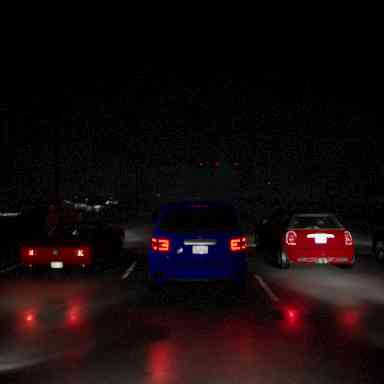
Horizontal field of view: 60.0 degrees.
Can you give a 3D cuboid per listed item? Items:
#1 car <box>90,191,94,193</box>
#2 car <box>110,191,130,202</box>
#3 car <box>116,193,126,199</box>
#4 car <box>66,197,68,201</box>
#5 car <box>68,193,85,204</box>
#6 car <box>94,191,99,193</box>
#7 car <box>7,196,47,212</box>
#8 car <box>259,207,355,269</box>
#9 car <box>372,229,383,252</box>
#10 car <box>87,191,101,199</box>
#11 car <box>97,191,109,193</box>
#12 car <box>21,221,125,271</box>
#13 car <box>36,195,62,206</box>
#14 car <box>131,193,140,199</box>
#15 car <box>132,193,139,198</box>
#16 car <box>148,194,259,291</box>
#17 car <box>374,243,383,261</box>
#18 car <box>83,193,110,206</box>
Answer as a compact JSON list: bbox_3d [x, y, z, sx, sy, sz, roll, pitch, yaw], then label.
[{"bbox_3d":[-21.633,1.032,66.036,2.097,1.767,4.553,0,0,-1],"label":"car"},{"bbox_3d":[-14.656,0.888,68.265,2.150,2.045,5.566,0,0,-1],"label":"car"},{"bbox_3d":[-18.541,1.074,86.768,1.812,1.442,4.674,0,0,-3],"label":"car"},{"bbox_3d":[-25.190,1.183,71.379,2.033,1.411,5.357,0,0,-1],"label":"car"},{"bbox_3d":[-18.099,1.291,55.131,2.033,1.411,5.357,0,0,0],"label":"car"},{"bbox_3d":[-21.817,0.805,81.830,2.150,2.045,5.566,0,0,-1],"label":"car"},{"bbox_3d":[-17.912,1.463,35.955,1.895,1.301,4.718,0,0,-1],"label":"car"},{"bbox_3d":[3.516,1.334,11.234,2.097,1.767,4.553,0,0,0],"label":"car"},{"bbox_3d":[7.027,1.477,9.334,2.128,1.511,4.902,0,0,0],"label":"car"},{"bbox_3d":[-25.590,0.773,86.997,2.150,2.045,5.566,0,0,-3],"label":"car"},{"bbox_3d":[-18.191,1.168,71.523,2.128,1.511,4.902,0,0,-1],"label":"car"},{"bbox_3d":[-3.479,1.583,10.776,1.895,1.301,4.718,0,0,0],"label":"car"},{"bbox_3d":[-21.560,1.333,50.830,1.994,1.385,4.181,0,0,0],"label":"car"},{"bbox_3d":[-15.332,1.069,90.164,2.033,1.411,5.357,0,0,-7],"label":"car"},{"bbox_3d":[-14.783,1.132,79.801,2.033,1.411,5.357,0,0,-1],"label":"car"},{"bbox_3d":[0.051,1.207,9.136,2.150,2.045,5.566,0,0,-2],"label":"car"},{"bbox_3d":[3.596,1.490,2.091,2.128,1.511,4.902,0,0,0],"label":"car"},{"bbox_3d":[-14.570,1.315,51.055,2.033,1.411,5.357,0,0,-1],"label":"car"}]
